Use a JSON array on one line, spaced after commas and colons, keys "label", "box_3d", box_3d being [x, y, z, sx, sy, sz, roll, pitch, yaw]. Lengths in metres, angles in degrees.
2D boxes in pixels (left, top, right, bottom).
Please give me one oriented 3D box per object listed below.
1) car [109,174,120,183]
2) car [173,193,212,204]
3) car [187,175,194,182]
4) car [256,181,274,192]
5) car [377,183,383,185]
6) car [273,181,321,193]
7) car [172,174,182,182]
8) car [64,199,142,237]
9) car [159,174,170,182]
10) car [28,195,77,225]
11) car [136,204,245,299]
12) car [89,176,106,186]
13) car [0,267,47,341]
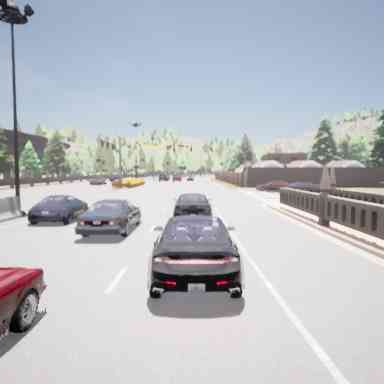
[{"label": "car", "box_3d": [-17.898, -3.229, 78.292, 2.150, 2.045, 5.566, 0, 4, 0]}, {"label": "car", "box_3d": [0.024, 0.781, 17.463, 1.882, 1.535, 5.008, 0, 3, -1]}, {"label": "car", "box_3d": [-0.446, -3.434, 87.451, 1.895, 1.301, 4.718, 0, 4, 0]}, {"label": "car", "box_3d": [10.538, -0.711, 42.431, 4.674, 1.442, 1.812, 0, 4, 3]}, {"label": "car", "box_3d": [25.784, -1.063, 41.848, 4.674, 1.442, 1.812, 0, 4, 1]}, {"label": "car", "box_3d": [12.669, -0.465, 38.797, 5.357, 1.411, 2.033, 0, 4, 1]}, {"label": "car", "box_3d": [-3.943, -3.782, 86.994, 2.150, 2.045, 5.566, 0, 4, 0]}, {"label": "car", "box_3d": [-3.467, 1.021, 14.624, 2.033, 1.411, 5.357, 0, 3, 0]}, {"label": "car", "box_3d": [-7.443, -3.780, 86.975, 2.150, 2.045, 5.566, 0, 4, 0]}, {"label": "car", "box_3d": [-6.981, 0.843, 17.802, 1.994, 1.385, 4.181, 0, 3, 0]}, {"label": "car", "box_3d": [0.067, 1.311, 8.042, 2.128, 1.511, 4.902, 0, 2, 0]}, {"label": "car", "box_3d": [-17.852, -2.148, 62.867, 2.097, 1.767, 4.553, 0, 4, 0]}, {"label": "car", "box_3d": [-3.416, 1.552, 3.601, 1.895, 1.301, 4.718, 0, 1, 0]}]
